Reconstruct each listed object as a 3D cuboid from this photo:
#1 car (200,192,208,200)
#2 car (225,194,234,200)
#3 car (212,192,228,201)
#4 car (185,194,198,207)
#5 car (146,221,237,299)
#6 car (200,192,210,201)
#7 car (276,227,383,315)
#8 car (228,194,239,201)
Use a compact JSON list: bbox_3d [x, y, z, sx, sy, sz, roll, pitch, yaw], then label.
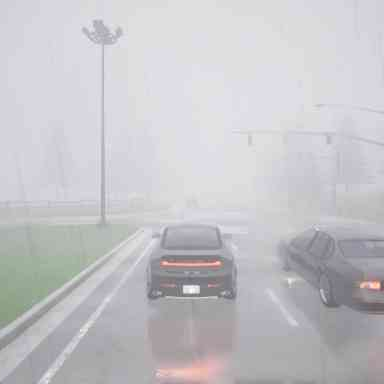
[{"bbox_3d":[3.389,1.054,92.988,2.150,2.045,5.566,0,0,0],"label":"car"},{"bbox_3d":[10.389,1.329,92.967,1.837,1.490,4.892,0,0,0],"label":"car"},{"bbox_3d":[6.901,1.514,82.543,2.128,1.511,4.902,0,0,0],"label":"car"},{"bbox_3d":[-0.062,1.476,51.914,1.882,1.535,5.008,0,0,0],"label":"car"},{"bbox_3d":[0.000,1.505,8.408,1.837,1.490,4.892,0,0,0],"label":"car"},{"bbox_3d":[3.401,1.344,82.925,2.097,1.767,4.553,0,0,0],"label":"car"},{"bbox_3d":[3.495,1.547,7.853,2.033,1.411,5.357,0,0,0],"label":"car"},{"bbox_3d":[10.401,1.344,82.934,2.097,1.767,4.553,0,0,0],"label":"car"}]
